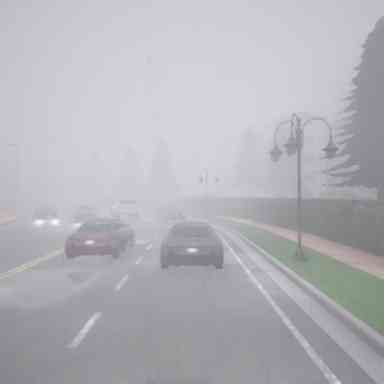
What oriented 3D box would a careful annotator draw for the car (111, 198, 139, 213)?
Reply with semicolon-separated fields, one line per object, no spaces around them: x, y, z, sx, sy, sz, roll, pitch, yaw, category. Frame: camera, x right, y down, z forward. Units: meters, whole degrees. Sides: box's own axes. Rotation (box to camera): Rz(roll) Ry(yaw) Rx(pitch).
-6.840;1.634;33.557;2.150;2.045;5.566;0;-1;-21;car

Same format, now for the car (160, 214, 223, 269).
-0.024;1.709;11.774;1.994;1.385;4.181;0;-1;-1;car

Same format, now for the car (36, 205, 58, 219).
-15.194;2.032;34.718;1.895;1.301;4.718;0;-1;-28;car

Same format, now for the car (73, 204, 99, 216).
-9.347;1.867;29.345;1.837;1.490;4.892;1;-1;-18;car

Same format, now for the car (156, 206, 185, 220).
-1.935;1.911;29.732;2.033;1.411;5.357;0;-1;-14;car

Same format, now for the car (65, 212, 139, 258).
-3.560;1.732;13.493;1.994;1.385;4.181;0;-1;-1;car
